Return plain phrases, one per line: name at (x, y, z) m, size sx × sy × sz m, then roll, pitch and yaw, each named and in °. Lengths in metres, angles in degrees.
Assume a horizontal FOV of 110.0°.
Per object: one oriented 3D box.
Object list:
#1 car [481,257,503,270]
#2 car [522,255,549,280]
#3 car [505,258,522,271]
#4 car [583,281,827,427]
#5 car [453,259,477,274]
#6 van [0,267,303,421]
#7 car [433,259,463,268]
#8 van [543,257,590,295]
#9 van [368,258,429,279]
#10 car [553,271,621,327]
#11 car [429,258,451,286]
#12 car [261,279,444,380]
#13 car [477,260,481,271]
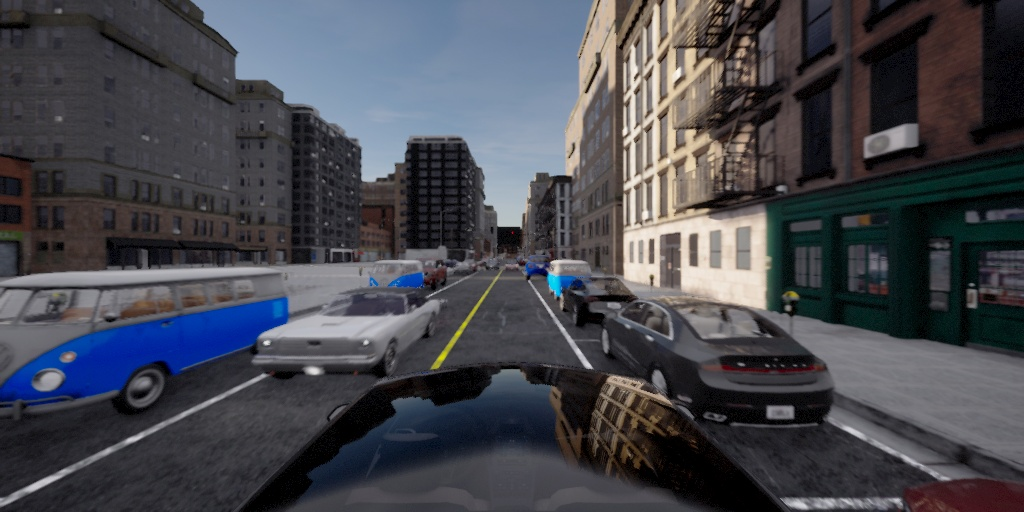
car at (-2.770, 1.259, 51.430) m, size 2.128 × 1.511 × 4.902 m, roll 0°, pitch 0°, yaw 0°
car at (2.257, 0.962, 30.893) m, size 2.150 × 2.045 × 5.566 m, roll 0°, pitch 0°, yaw 0°
car at (-0.019, 1.333, 49.253) m, size 1.895 × 1.301 × 4.718 m, roll 0°, pitch 0°, yaw 0°
car at (2.636, 1.299, 5.705) m, size 2.007 × 1.370 × 4.403 m, roll 0°, pitch 0°, yaw 0°
car at (-5.403, 1.288, 39.783) m, size 2.007 × 1.370 × 4.403 m, roll 0°, pitch 0°, yaw 0°
van at (-5.389, 1.090, 5.703) m, size 1.690 × 1.789 × 3.998 m, roll 0°, pitch 0°, yaw 0°
car at (-10.841, 1.201, 60.807) m, size 4.674 × 1.442 × 1.812 m, roll 0°, pitch 0°, yaw 0°
van at (2.631, 1.086, 17.065) m, size 1.690 × 1.789 × 3.998 m, roll 0°, pitch 0°, yaw 0°
van at (-5.394, 1.086, 17.063) m, size 1.690 × 1.789 × 3.998 m, roll 0°, pitch 0°, yaw 0°
car at (2.633, 1.313, 11.386) m, size 1.948 × 1.339 × 4.313 m, roll 0°, pitch 0°, yaw 0°
car at (-5.396, 1.059, 22.743) m, size 2.192 × 1.841 × 5.009 m, roll 0°, pitch 0°, yaw 0°
car at (-2.854, 1.349, 7.374) m, size 1.895 × 1.301 × 4.718 m, roll 0°, pitch 0°, yaw 0°
car at (-5.405, 1.174, 45.463) m, size 1.967 × 1.591 × 4.097 m, roll 0°, pitch 0°, yaw 0°
